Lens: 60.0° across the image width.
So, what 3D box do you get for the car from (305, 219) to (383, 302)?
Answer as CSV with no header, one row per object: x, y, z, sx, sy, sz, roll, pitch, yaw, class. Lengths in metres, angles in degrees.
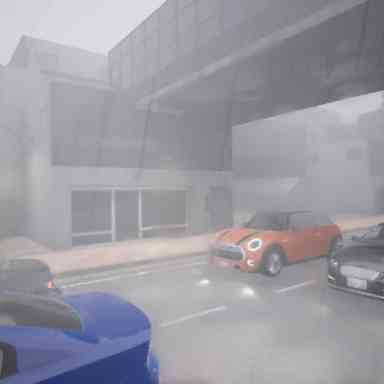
5.088,1.434,7.731,4.902,1.511,2.128,-1,0,-36,car

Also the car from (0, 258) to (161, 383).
-2.596,1.523,2.080,5.008,1.535,1.882,-1,0,-37,car

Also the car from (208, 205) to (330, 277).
2.664,1.333,10.297,4.553,1.767,2.097,-1,0,-36,car

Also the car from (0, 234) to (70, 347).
-4.822,1.629,4.845,5.357,1.411,2.033,-1,0,-35,car
